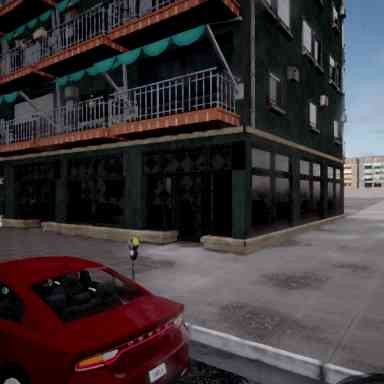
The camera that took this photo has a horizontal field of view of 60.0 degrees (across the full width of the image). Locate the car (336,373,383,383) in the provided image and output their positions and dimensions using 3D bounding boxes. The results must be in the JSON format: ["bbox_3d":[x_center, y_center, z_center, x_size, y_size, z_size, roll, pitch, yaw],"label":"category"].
[{"bbox_3d":[2.454,1.565,1.125,4.313,1.339,1.947,0,0,36],"label":"car"}]

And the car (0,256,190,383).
[{"bbox_3d":[-2.130,1.546,4.403,4.507,1.381,1.887,0,0,36],"label":"car"}]
